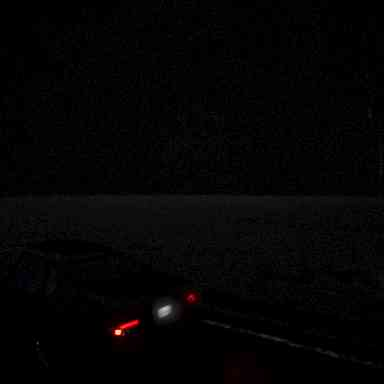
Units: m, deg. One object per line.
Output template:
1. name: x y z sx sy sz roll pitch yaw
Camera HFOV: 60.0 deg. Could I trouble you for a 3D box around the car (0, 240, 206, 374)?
1. car: -2.394 1.567 5.652 5.357 1.411 2.033 0 0 35
